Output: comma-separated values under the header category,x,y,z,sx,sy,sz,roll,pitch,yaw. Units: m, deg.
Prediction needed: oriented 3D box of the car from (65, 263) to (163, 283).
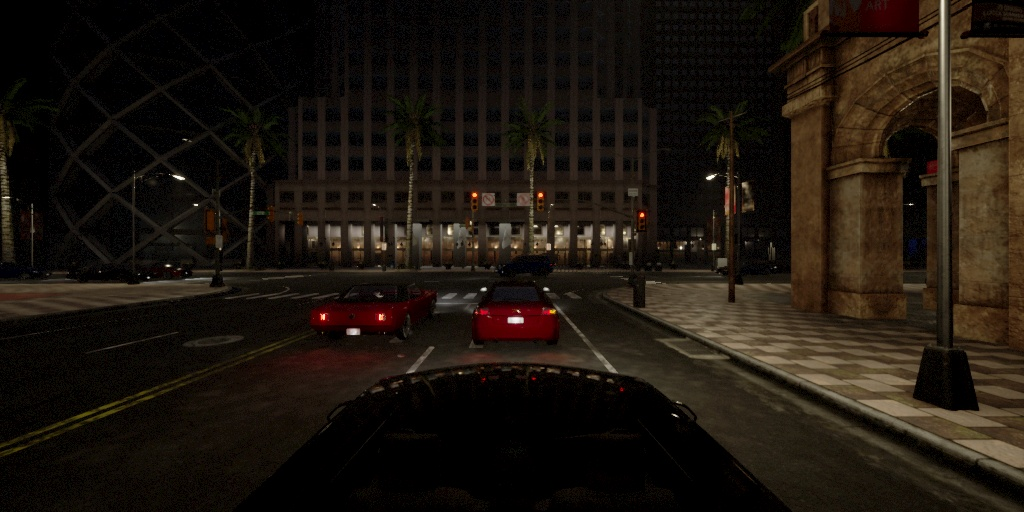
category,x,y,z,sx,sy,sz,roll,pitch,yaw
car,-30.992,1.297,27.824,5.357,1.411,2.033,0,0,-3

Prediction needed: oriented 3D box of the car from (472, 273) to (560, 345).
category,x,y,z,sx,sy,sz,roll,pitch,yaw
car,0.082,1.314,9.513,1.994,1.385,4.181,0,0,0

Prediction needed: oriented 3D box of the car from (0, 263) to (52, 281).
category,x,y,z,sx,sy,sz,roll,pitch,yaw
car,-40.909,1.275,29.045,4.674,1.442,1.812,0,0,-22

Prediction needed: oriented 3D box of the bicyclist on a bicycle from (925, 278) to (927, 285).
category,x,y,z,sx,sy,sz,roll,pitch,yaw
bicyclist on a bicycle,24.677,1.051,20.602,0.582,1.620,1.656,0,0,0

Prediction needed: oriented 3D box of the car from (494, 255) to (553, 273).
category,x,y,z,sx,sy,sz,roll,pitch,yaw
car,1.105,0.970,33.395,5.566,2.045,2.150,0,-1,-24

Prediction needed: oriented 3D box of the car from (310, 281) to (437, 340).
category,x,y,z,sx,sy,sz,roll,pitch,yaw
car,-3.417,1.351,9.976,1.895,1.301,4.718,0,0,0

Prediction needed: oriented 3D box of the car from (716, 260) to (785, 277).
category,x,y,z,sx,sy,sz,roll,pitch,yaw
car,22.995,1.297,35.090,5.357,1.411,2.033,0,0,0

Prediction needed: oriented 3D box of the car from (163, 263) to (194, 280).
category,x,y,z,sx,sy,sz,roll,pitch,yaw
car,-30.426,1.314,31.157,4.181,1.385,1.994,0,0,-5
